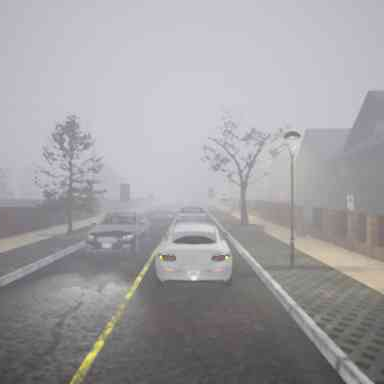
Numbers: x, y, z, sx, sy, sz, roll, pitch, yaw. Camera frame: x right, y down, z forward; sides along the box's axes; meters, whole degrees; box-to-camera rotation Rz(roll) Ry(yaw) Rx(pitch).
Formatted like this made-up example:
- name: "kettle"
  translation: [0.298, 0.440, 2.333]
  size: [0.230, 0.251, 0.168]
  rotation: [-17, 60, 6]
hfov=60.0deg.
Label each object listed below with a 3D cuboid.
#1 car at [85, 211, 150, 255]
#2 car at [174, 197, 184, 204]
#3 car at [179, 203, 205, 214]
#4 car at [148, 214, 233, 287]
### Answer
- name: "car"
  translation: [-2.875, 1.556, 13.649]
  size: [2.128, 1.511, 4.902]
  rotation: [0, 0, 0]
- name: "car"
  translation: [-2.935, 1.834, 74.484]
  size: [2.097, 1.767, 4.553]
  rotation: [0, 0, 0]
- name: "car"
  translation: [0.018, 1.721, 24.014]
  size: [1.895, 1.301, 4.718]
  rotation: [0, 0, 0]
- name: "car"
  translation: [0.059, 1.569, 9.290]
  size: [1.812, 1.442, 4.674]
  rotation: [0, -1, 0]
